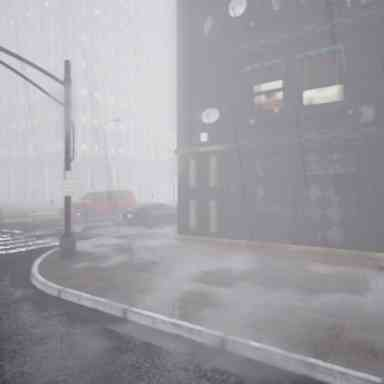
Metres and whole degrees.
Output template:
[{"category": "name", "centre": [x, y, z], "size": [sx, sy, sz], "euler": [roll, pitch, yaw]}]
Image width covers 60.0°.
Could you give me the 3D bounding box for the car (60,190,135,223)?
[{"category": "car", "centre": [-6.294, 0.905, 23.085], "size": [2.150, 2.045, 5.566], "euler": [0, 1, 35]}]

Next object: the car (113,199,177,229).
[{"category": "car", "centre": [-2.042, 1.250, 19.045], "size": [1.947, 1.339, 4.313], "euler": [1, 2, 35]}]

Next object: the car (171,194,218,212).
[{"category": "car", "centre": [0.315, 0.977, 32.456], "size": [2.128, 1.511, 4.902], "euler": [0, 1, 35]}]
